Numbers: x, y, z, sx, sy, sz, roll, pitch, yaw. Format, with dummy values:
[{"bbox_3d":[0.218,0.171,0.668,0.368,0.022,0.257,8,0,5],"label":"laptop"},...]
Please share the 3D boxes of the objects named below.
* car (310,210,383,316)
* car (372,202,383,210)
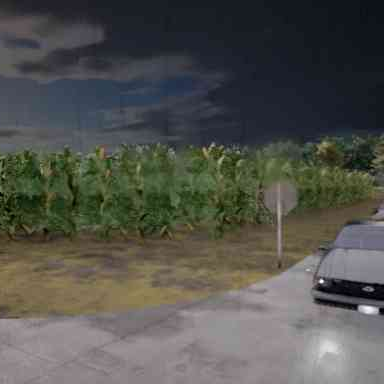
[{"bbox_3d":[4.051,1.365,7.398,2.033,1.411,5.357,0,1,30],"label":"car"},{"bbox_3d":[10.086,1.173,16.505,1.994,1.385,4.181,0,1,35],"label":"car"}]
